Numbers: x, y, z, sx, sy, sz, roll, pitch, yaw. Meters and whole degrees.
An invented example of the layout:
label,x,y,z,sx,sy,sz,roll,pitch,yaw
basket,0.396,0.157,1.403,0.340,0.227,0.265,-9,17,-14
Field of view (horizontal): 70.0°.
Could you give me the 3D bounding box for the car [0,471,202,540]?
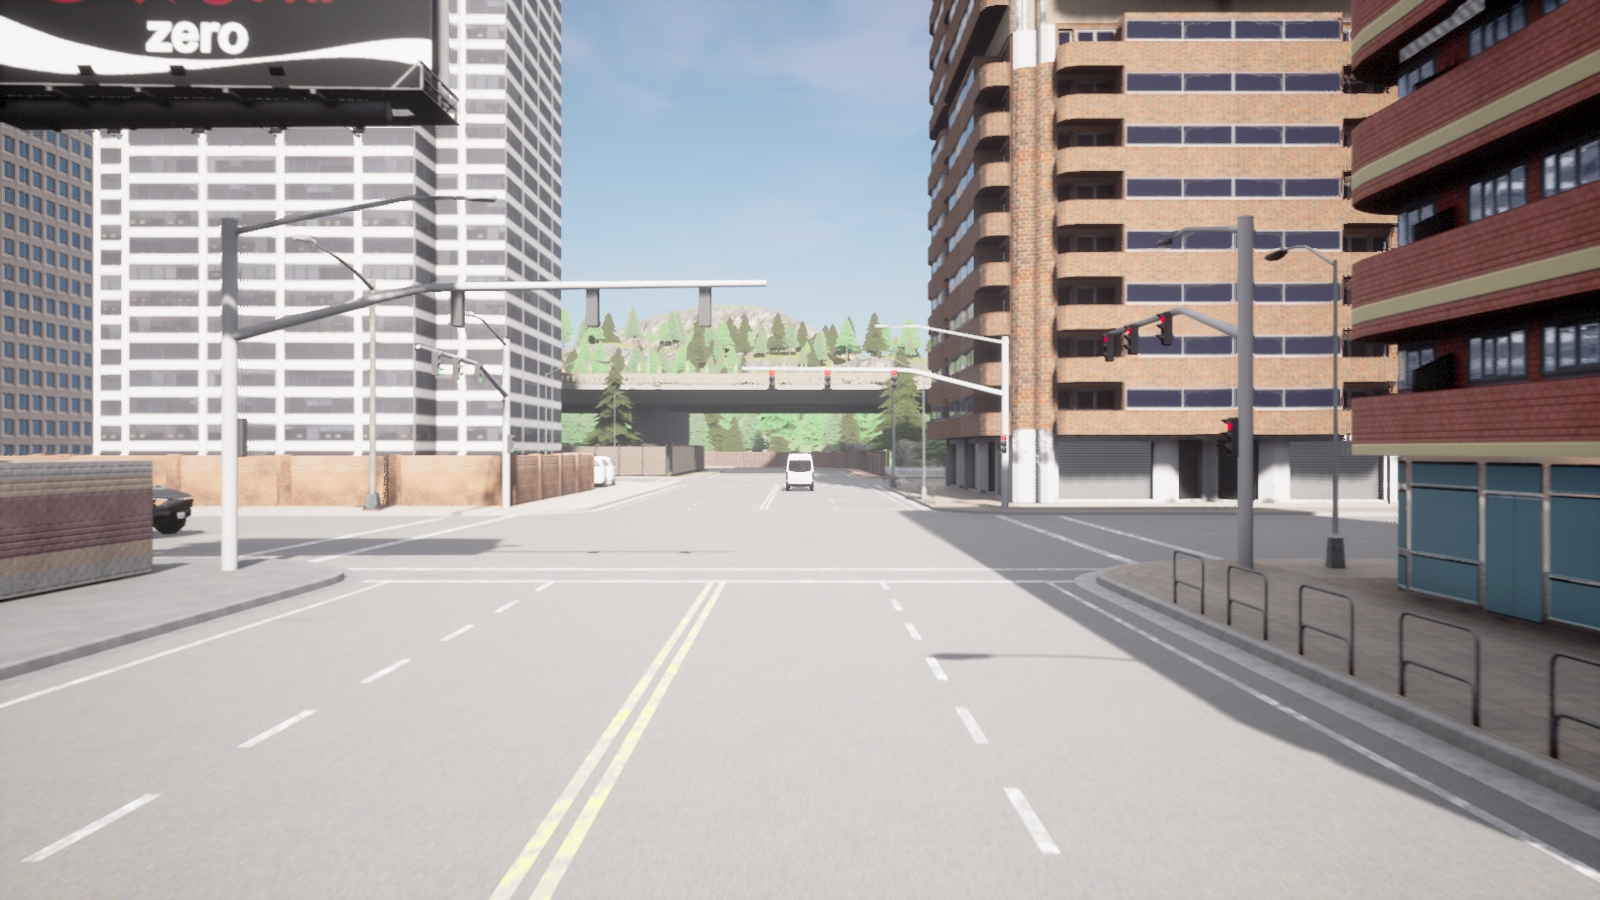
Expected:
label,x,y,z,sx,sy,sz,roll,pitch,yaw
car,-23.037,1.754,36.835,6.274,2.098,2.390,0,0,0
